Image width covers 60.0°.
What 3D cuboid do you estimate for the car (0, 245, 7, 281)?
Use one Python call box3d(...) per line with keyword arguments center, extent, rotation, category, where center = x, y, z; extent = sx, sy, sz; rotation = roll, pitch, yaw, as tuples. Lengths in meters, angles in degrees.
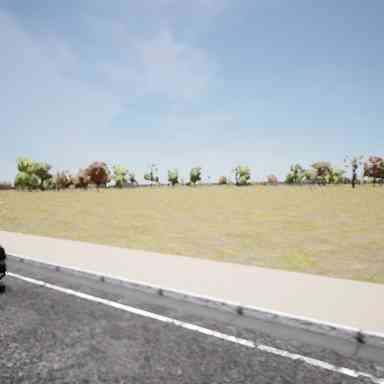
box3d(center=(-6.552, 1.541, 8.484), extent=(4.892, 1.490, 1.837), rotation=(0, 0, 36), category="car")
